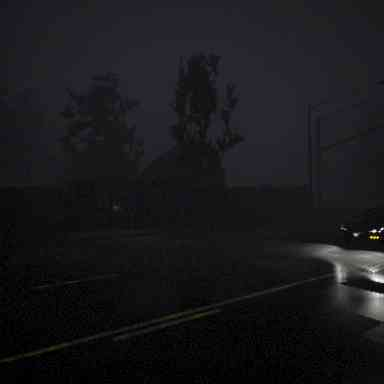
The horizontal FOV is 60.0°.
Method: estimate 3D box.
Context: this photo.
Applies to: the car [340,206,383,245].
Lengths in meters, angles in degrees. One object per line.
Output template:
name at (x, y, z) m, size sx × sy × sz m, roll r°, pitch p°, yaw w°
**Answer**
car at (8.248, 1.376, 14.129) m, size 4.892 × 1.490 × 1.837 m, roll 0°, pitch 0°, yaw -35°
